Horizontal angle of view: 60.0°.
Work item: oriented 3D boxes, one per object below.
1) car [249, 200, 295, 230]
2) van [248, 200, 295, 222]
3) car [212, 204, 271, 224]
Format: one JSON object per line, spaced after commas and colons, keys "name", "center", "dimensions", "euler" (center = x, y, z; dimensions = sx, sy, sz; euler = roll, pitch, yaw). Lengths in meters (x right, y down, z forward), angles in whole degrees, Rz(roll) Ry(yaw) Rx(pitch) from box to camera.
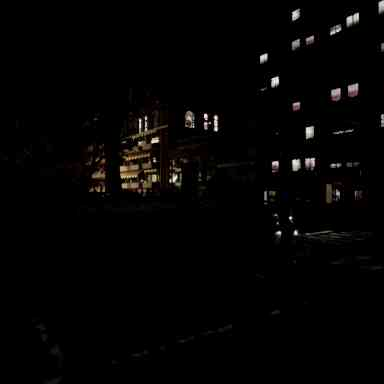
{"name": "car", "center": [4.937, 1.605, 23.434], "dimensions": [2.097, 1.767, 4.553], "euler": [0, -1, -36]}
{"name": "van", "center": [7.155, 1.642, 30.201], "dimensions": [1.690, 1.788, 3.998], "euler": [-1, 0, -36]}
{"name": "car", "center": [4.295, 1.877, 29.632], "dimensions": [2.033, 1.411, 5.357], "euler": [0, -1, -35]}
